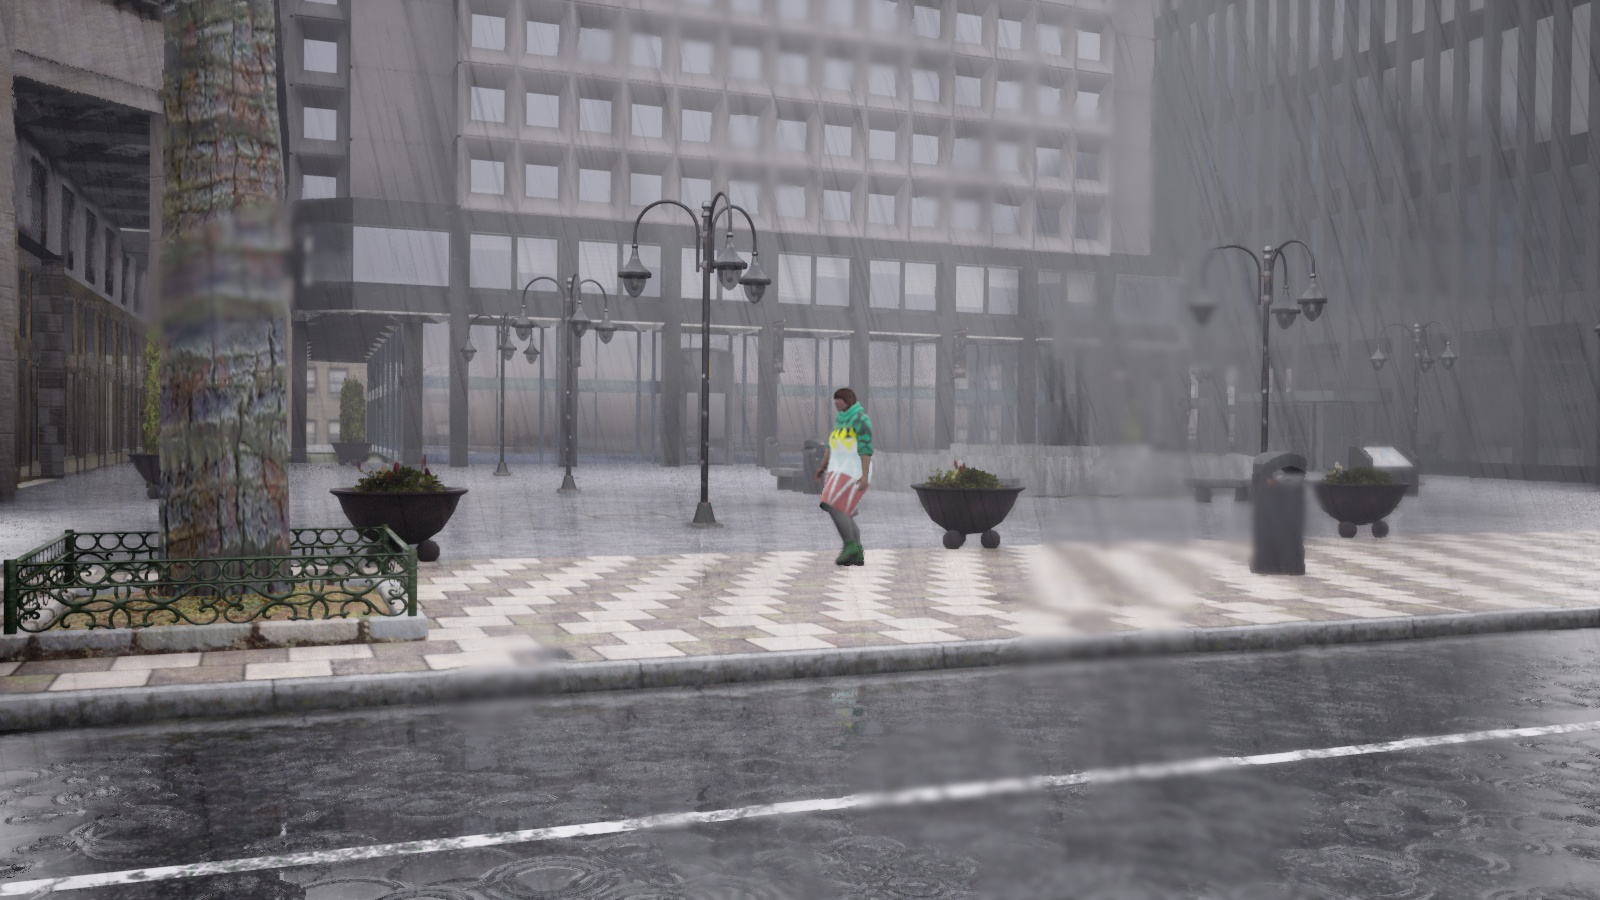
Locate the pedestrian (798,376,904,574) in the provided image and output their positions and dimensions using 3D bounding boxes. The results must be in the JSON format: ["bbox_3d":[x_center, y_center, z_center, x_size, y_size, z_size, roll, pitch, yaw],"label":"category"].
[{"bbox_3d":[0.516,0.241,12.845,0.873,1.952,0.659,-1,1,-23],"label":"pedestrian"}]
